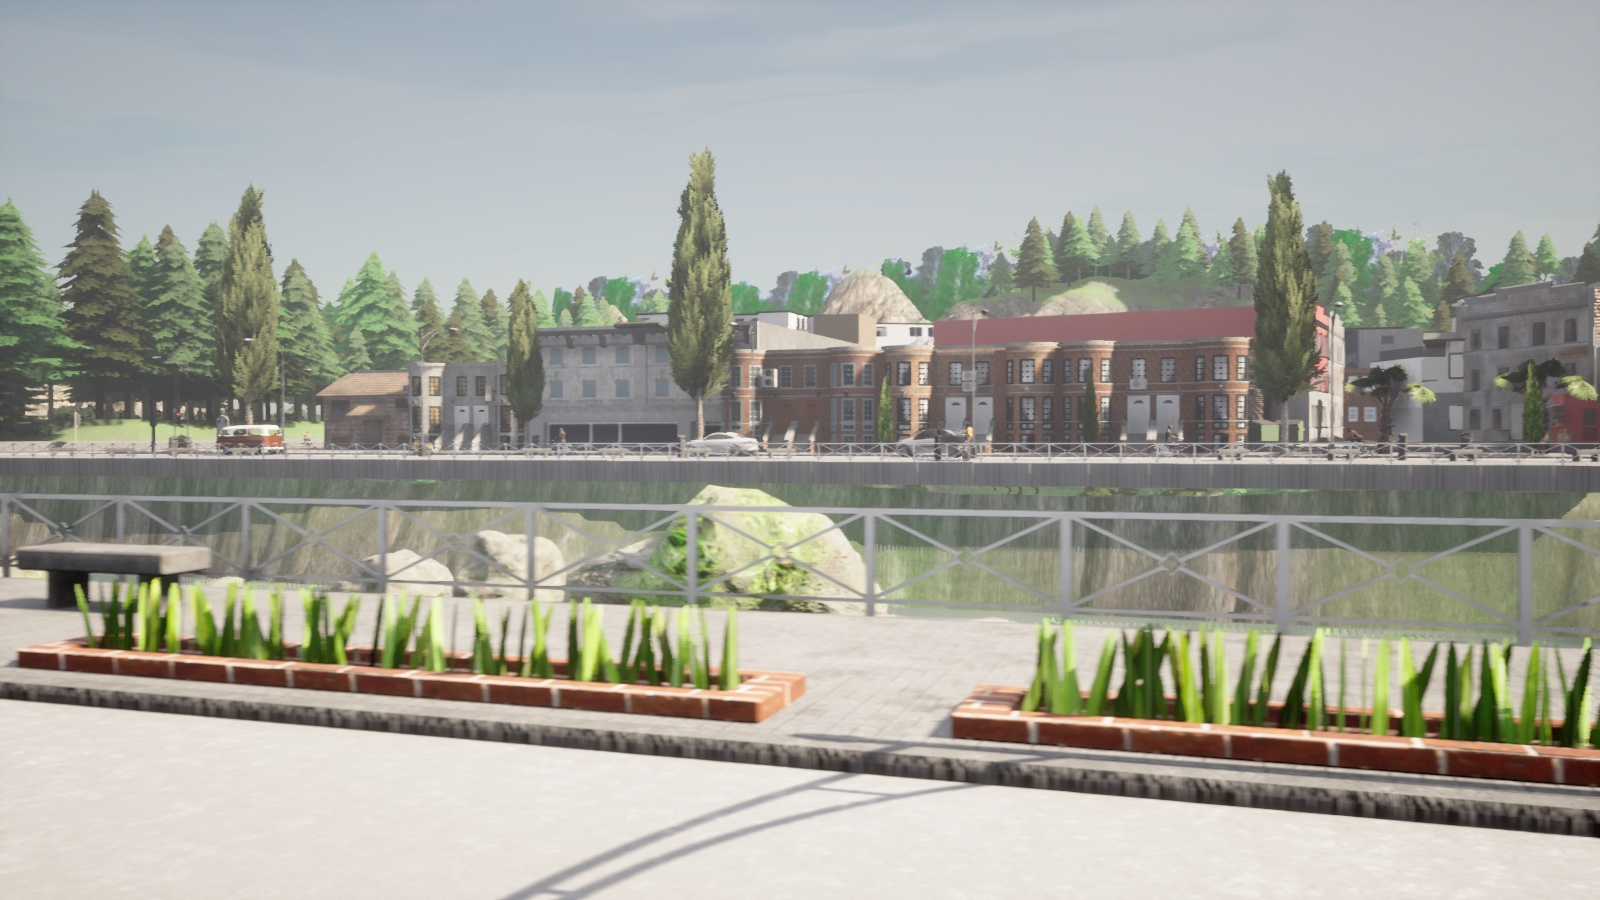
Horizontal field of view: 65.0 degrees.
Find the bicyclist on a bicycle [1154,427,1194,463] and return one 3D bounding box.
[{"bbox_3d":[18.623,-0.234,62.515,1.843,1.776,0.659,0,1,19],"label":"bicyclist on a bicycle"}]

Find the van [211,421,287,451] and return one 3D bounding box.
[{"bbox_3d":[-37.571,-0.964,85.619,4.480,2.038,2.069,0,1,19],"label":"van"}]

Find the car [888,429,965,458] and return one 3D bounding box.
[{"bbox_3d":[7.112,-0.379,70.603,3.988,1.617,1.851,1,1,19],"label":"car"}]

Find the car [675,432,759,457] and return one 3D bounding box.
[{"bbox_3d":[-4.938,-0.362,74.655,4.674,1.442,1.812,1,1,19],"label":"car"}]
